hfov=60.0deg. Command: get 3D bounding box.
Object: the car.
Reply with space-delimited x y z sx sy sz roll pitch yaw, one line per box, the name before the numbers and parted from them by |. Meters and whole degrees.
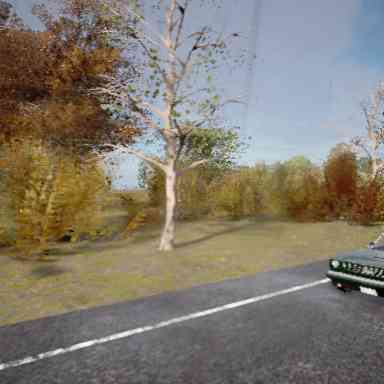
car | 5.194 1.601 7.704 4.718 1.301 1.895 0 0 -36
